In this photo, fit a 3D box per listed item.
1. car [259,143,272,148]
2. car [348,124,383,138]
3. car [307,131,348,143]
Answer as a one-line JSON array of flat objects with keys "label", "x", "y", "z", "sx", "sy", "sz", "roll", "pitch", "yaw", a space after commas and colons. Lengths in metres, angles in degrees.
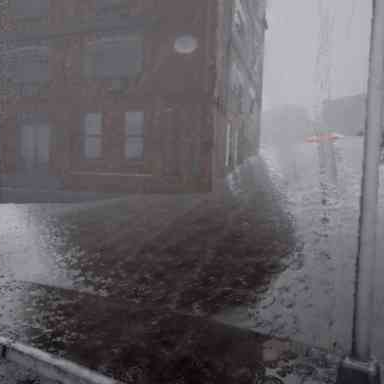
[{"label": "car", "x": 8.758, "y": -5.675, "z": 43.602, "sx": 2.231, "sy": 1.521, "sz": 4.892, "roll": 1, "pitch": 2, "yaw": -29}, {"label": "car", "x": 16.693, "y": -5.154, "z": 29.101, "sx": 2.185, "sy": 1.767, "sz": 4.553, "roll": 1, "pitch": 2, "yaw": -29}, {"label": "car", "x": 14.046, "y": -5.374, "z": 33.941, "sx": 2.185, "sy": 1.767, "sz": 4.553, "roll": 1, "pitch": 2, "yaw": -29}]
